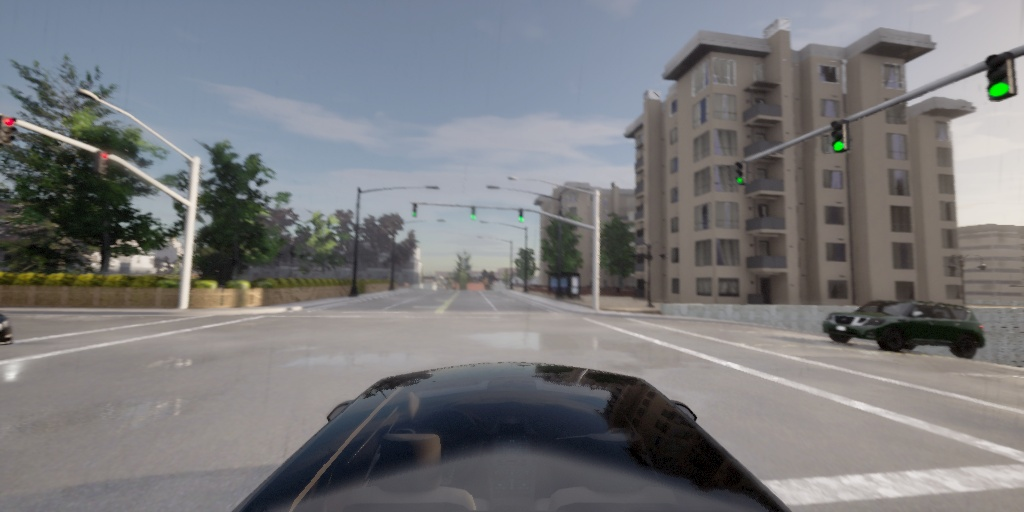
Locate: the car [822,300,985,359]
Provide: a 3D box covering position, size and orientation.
[{"bbox_3d":[15.865,2.814,14.623,5.566,2.045,2.150,6,-5,-7],"label":"car"}]

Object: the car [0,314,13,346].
[{"bbox_3d":[-13.474,1.374,7.190,4.902,1.511,2.128,2,-4,-7],"label":"car"}]
